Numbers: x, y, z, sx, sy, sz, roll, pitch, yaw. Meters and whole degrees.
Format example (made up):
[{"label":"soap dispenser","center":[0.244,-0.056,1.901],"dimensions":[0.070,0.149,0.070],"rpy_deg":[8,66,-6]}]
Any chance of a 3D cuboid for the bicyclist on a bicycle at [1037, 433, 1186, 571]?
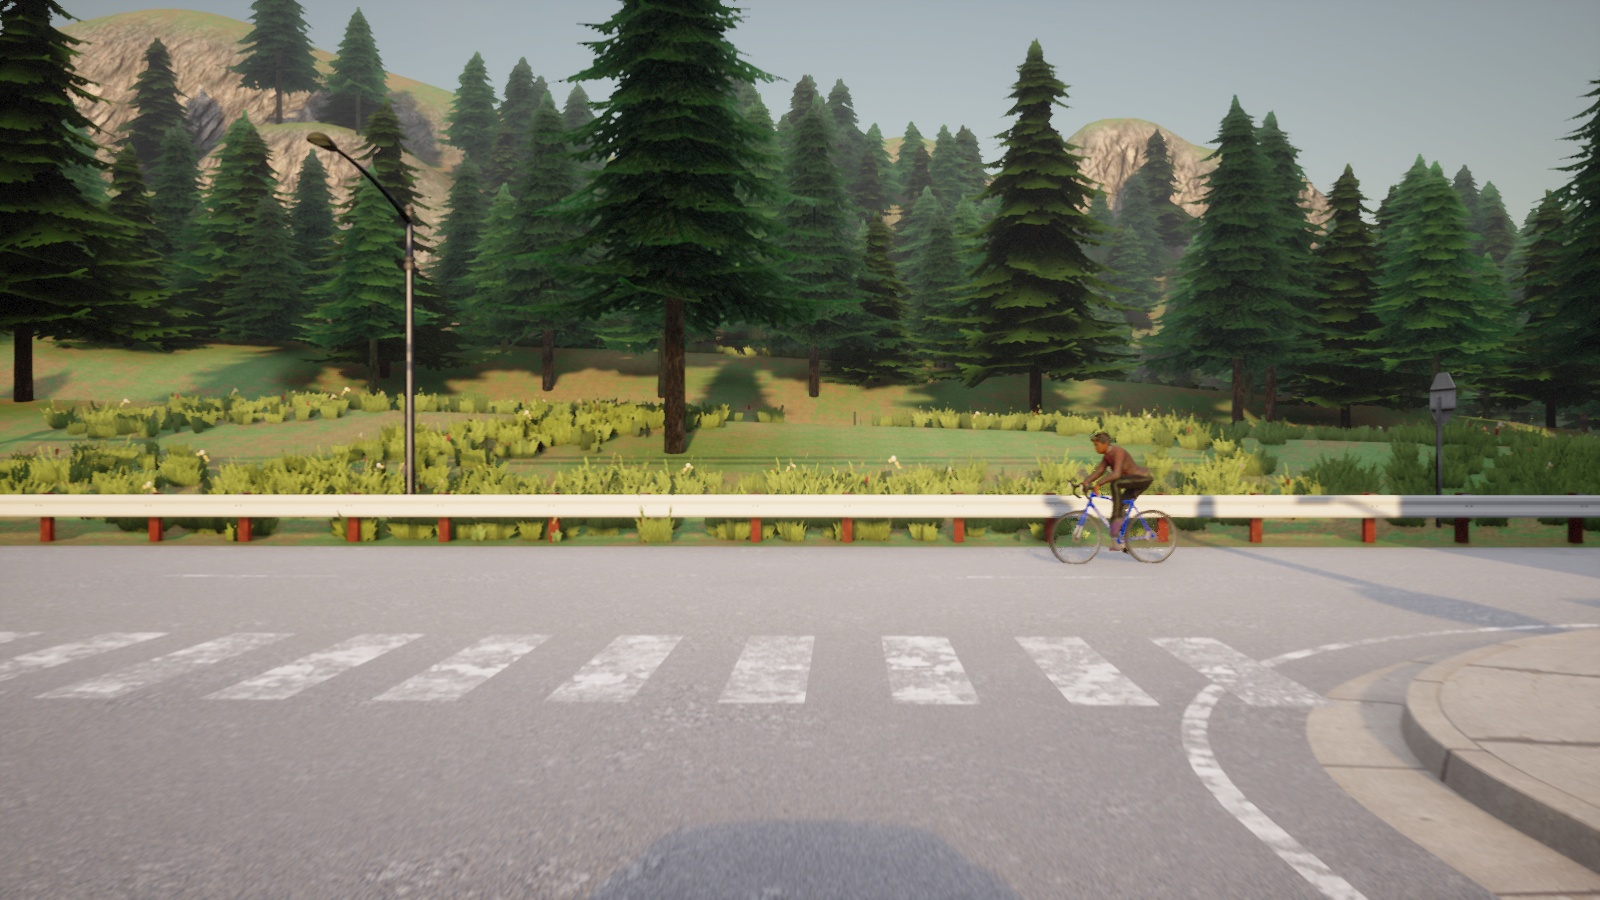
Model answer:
[{"label":"bicyclist on a bicycle","center":[3.780,0.612,15.279],"dimensions":[1.656,1.620,0.582],"rpy_deg":[0,1,-8]}]
